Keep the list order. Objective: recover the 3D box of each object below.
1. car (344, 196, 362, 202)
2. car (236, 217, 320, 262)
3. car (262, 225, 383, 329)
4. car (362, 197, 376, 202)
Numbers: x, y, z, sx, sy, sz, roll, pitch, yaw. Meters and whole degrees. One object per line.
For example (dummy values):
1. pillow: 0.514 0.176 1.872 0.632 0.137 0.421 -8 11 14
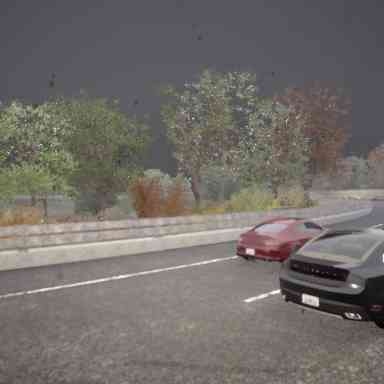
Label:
1. car: 40.358 1.774 84.527 1.837 1.490 4.892 0 0 1
2. car: 3.451 1.573 11.206 4.674 1.442 1.812 0 0 -41
3. car: 3.830 1.531 6.996 4.892 1.490 1.837 0 0 -39
4. car: 43.851 1.853 84.314 1.895 1.301 4.718 0 0 1
